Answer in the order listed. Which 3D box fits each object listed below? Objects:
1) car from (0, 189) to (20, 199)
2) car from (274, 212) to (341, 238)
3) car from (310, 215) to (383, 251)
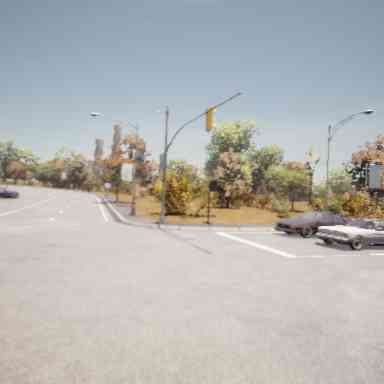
[{"bbox_3d":[-25.799,0.248,46.873,1.895,1.301,4.718,3,1,-16],"label":"car"},{"bbox_3d":[7.497,1.869,19.362,5.357,1.411,2.033,3,0,-20],"label":"car"},{"bbox_3d":[8.348,1.967,15.948,4.718,1.301,1.895,3,0,-22],"label":"car"}]
